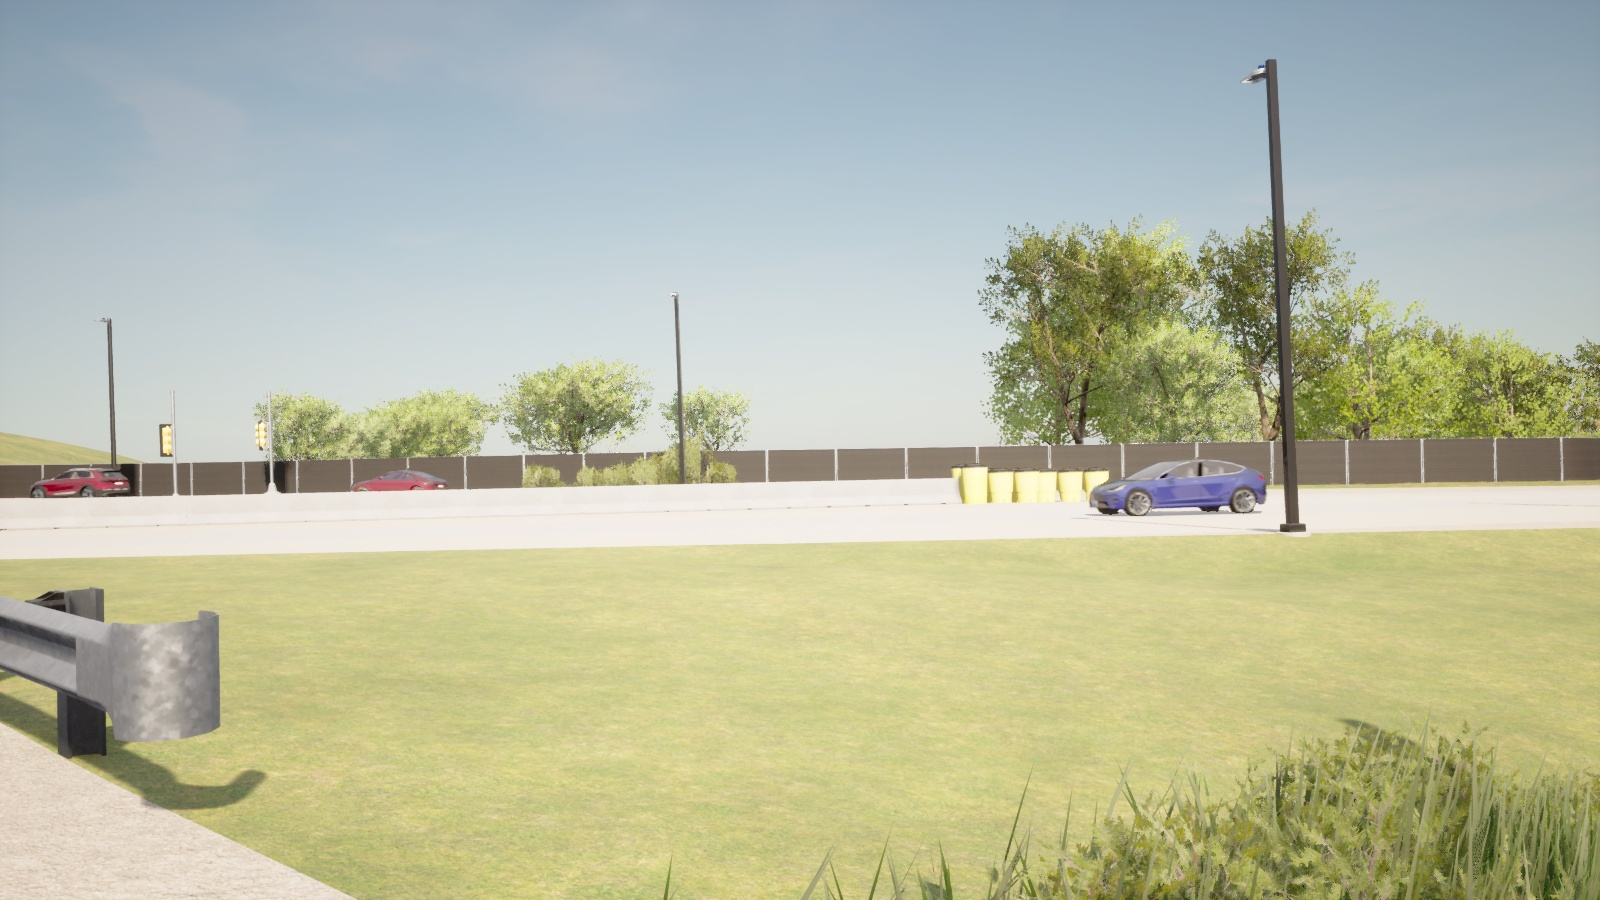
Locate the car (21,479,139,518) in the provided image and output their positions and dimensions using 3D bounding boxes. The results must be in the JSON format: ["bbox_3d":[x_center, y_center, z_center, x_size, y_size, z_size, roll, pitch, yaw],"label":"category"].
[{"bbox_3d":[-34.344,2.313,59.908,4.856,1.649,2.033,-2,0,16],"label":"car"}]

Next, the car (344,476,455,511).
[{"bbox_3d":[-17.599,1.902,55.219,4.181,1.385,1.994,-2,0,16],"label":"car"}]

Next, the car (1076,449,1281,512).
[{"bbox_3d":[10.157,0.812,33.892,4.792,1.488,2.163,-2,-1,-11],"label":"car"}]
